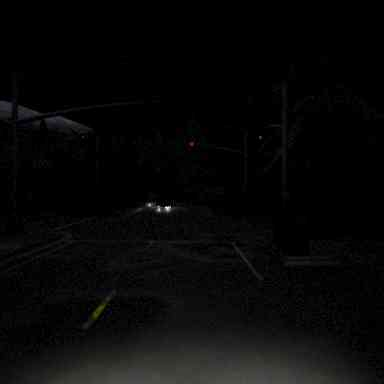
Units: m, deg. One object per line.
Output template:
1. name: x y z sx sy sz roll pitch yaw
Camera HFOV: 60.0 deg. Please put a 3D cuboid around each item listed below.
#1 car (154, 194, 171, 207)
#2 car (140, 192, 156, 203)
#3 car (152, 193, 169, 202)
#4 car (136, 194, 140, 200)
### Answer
1. car: -4.170 1.422 47.950 1.994 1.385 4.181 0 0 -6
2. car: -7.890 1.031 63.863 2.150 2.045 5.566 0 0 -21
3. car: -6.638 1.149 69.658 2.097 1.767 4.553 0 0 -27
4. car: -12.392 1.250 77.960 4.902 1.511 2.128 0 0 42
